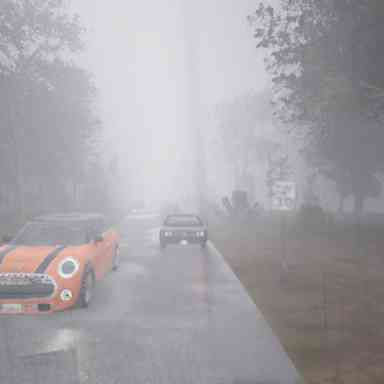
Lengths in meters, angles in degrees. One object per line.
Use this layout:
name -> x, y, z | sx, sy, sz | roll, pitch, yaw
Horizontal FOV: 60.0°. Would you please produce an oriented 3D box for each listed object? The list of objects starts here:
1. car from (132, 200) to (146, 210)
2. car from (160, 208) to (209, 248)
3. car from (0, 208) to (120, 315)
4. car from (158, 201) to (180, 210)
car -> -7.841, 1.899, 49.073 | 2.033, 1.411, 5.357 | 1, -1, -11
car -> -0.431, 1.621, 14.791 | 1.895, 1.301, 4.718 | 1, 0, -3
car -> -3.061, 1.334, 7.761 | 2.097, 1.767, 4.553 | 0, 0, -2
car -> -2.181, 1.658, 32.702 | 1.837, 1.490, 4.892 | 1, -1, -7
